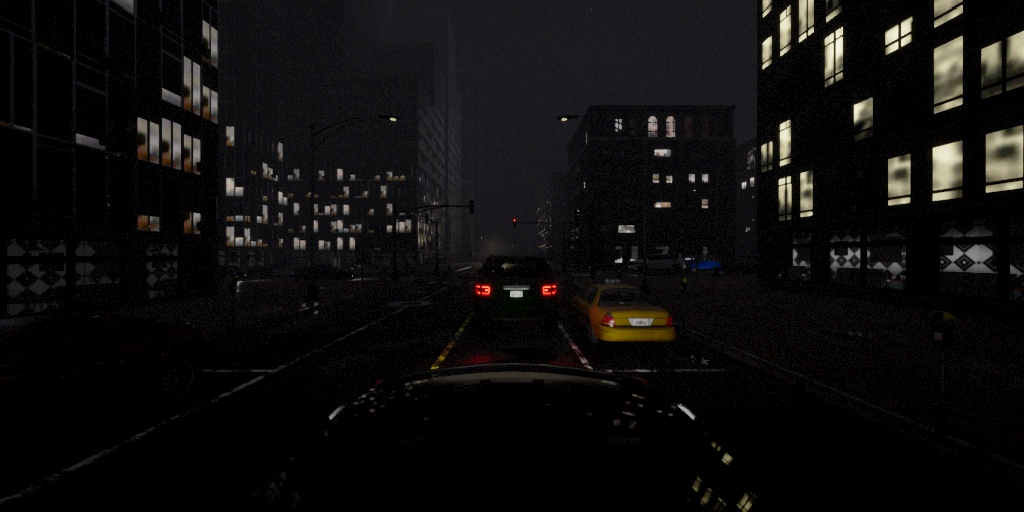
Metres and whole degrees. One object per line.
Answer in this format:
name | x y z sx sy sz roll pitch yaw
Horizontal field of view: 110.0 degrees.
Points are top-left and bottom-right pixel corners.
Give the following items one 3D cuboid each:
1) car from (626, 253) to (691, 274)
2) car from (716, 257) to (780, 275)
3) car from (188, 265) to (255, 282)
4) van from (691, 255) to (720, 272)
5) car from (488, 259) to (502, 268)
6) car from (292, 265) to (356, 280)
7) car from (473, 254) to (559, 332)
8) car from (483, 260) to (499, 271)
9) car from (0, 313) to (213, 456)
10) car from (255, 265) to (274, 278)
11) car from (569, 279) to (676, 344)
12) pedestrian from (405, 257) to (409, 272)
car | 14.964 0.762 37.171 5.566 2.045 2.150 -1 0 -1
car | 21.071 1.019 31.823 4.507 1.381 1.888 0 0 -1
car | -27.521 1.602 33.694 4.892 1.490 1.837 -1 0 -1
van | 20.959 0.800 39.703 3.998 1.789 1.690 0 0 -1
car | -2.858 1.300 60.769 2.033 1.411 5.357 0 0 0
car | -17.707 1.515 33.824 5.357 1.411 2.033 -1 0 -1
car | 0.094 0.971 10.983 2.150 2.045 5.566 0 0 0
car | -2.861 1.299 50.632 2.033 1.411 5.357 0 0 -1
car | -5.316 1.332 3.695 1.802 1.307 4.207 0 0 0
car | -28.422 1.648 39.064 4.403 1.370 2.007 0 0 -1
car | 2.561 1.275 9.429 1.751 1.417 4.829 0 0 0
pedestrian | -12.371 1.020 42.257 0.375 1.860 0.375 0 1 -1
